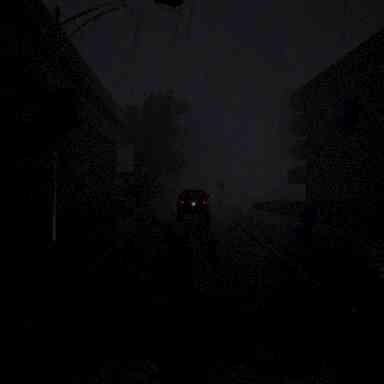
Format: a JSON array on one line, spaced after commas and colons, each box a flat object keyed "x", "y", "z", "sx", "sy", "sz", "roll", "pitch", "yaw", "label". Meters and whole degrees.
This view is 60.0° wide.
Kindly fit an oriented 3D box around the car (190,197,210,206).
[{"x": 2.005, "y": 2.493, "z": 85.716, "sx": 2.435, "sy": 2.045, "sz": 5.566, "roll": 2, "pitch": -3, "yaw": -30, "label": "car"}]

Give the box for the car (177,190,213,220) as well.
[{"x": 0.109, "y": 0.838, "z": 24.192, "sx": 2.150, "sy": 2.045, "sz": 5.566, "roll": 0, "pitch": 0, "yaw": 0, "label": "car"}]

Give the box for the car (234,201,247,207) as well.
[{"x": 10.855, "y": 3.216, "z": 87.355, "sx": 2.435, "sy": 2.045, "sz": 5.566, "roll": 7, "pitch": -5, "yaw": -30, "label": "car"}]

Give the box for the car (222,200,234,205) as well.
[{"x": 7.858, "y": 3.044, "z": 86.799, "sx": 2.185, "sy": 1.767, "sz": 4.553, "roll": 7, "pitch": -4, "yaw": -30, "label": "car"}]

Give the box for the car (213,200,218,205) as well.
[{"x": 4.885, "y": 2.790, "z": 86.302, "sx": 2.185, "sy": 1.767, "sz": 4.553, "roll": 5, "pitch": -4, "yaw": -31, "label": "car"}]

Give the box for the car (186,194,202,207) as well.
[{"x": 0.248, "y": 1.054, "z": 42.157, "sx": 1.882, "sy": 1.535, "sz": 5.008, "roll": 0, "pitch": -1, "yaw": 1, "label": "car"}]

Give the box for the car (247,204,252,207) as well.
[{"x": 13.688, "y": 3.759, "z": 88.049, "sx": 1.946, "sy": 1.575, "sz": 5.366, "roll": 7, "pitch": -4, "yaw": -30, "label": "car"}]
